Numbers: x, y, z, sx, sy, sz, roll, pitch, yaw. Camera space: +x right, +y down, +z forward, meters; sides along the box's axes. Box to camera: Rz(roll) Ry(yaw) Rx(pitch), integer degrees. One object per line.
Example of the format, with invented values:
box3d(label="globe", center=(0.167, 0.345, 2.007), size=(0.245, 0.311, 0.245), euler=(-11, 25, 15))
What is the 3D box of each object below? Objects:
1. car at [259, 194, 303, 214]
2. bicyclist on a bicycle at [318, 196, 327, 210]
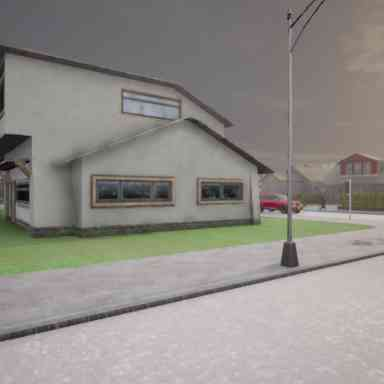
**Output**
box3d(label="car", center=(9.038, 1.222, 35.391), size=(2.150, 2.045, 5.566), euler=(0, 0, -35))
box3d(label="bicyclist on a bicycle", center=(15.828, 1.348, 40.329), size=(1.656, 1.620, 0.582), euler=(0, 0, -35))
